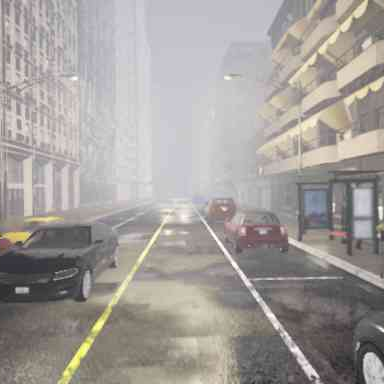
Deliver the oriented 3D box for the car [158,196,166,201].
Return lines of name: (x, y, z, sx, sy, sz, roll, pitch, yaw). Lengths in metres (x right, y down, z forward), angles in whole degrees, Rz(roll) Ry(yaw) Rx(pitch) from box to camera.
car: (-7.866, 1.662, 86.557, 1.802, 1.307, 4.206, -1, 0, -1)

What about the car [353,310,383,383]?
car: (2.698, 1.514, 2.074, 2.008, 1.369, 4.403, -1, 0, -1)

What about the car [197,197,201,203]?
car: (1.823, 1.536, 35.954, 1.802, 1.307, 4.206, -1, 0, -1)

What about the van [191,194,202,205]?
van: (1.236, 1.301, 58.540, 1.690, 1.788, 3.998, -1, 0, -1)

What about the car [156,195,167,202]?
car: (-7.723, 1.518, 80.912, 1.967, 1.590, 4.097, -1, 0, -1)

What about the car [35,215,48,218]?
car: (-5.967, 1.594, 12.980, 1.752, 1.417, 4.829, -1, 0, -1)

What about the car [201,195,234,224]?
car: (2.112, 1.272, 24.661, 2.192, 1.841, 5.009, -1, 0, -1)

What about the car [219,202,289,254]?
car: (2.405, 1.400, 13.367, 1.967, 1.590, 4.097, -1, 0, -1)

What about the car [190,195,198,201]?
car: (0.510, 1.516, 86.774, 1.887, 1.381, 4.507, -1, 0, -1)

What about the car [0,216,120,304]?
car: (-3.156, 1.513, 8.539, 1.882, 1.535, 5.008, -1, 0, -2)

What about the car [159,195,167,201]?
car: (-8.013, 1.648, 92.205, 1.947, 1.339, 4.313, -1, 0, -1)
